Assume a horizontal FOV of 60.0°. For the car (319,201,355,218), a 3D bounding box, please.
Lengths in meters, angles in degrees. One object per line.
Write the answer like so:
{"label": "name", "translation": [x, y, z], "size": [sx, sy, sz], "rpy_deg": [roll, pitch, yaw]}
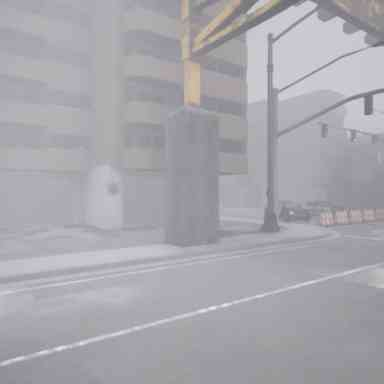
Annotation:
{"label": "car", "translation": [11.005, 1.438, 28.133], "size": [4.974, 1.542, 2.038], "rpy_deg": [0, 0, 34]}

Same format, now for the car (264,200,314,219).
{"label": "car", "translation": [7.429, 1.283, 26.020], "size": [1.853, 1.218, 4.536], "rpy_deg": [0, 0, -11]}

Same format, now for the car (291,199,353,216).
{"label": "car", "translation": [10.962, 1.281, 28.162], "size": [4.536, 1.218, 1.853], "rpy_deg": [0, 0, 34]}

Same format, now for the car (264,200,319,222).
{"label": "car", "translation": [7.439, 1.441, 25.969], "size": [2.038, 1.542, 4.974], "rpy_deg": [0, 0, -11]}
